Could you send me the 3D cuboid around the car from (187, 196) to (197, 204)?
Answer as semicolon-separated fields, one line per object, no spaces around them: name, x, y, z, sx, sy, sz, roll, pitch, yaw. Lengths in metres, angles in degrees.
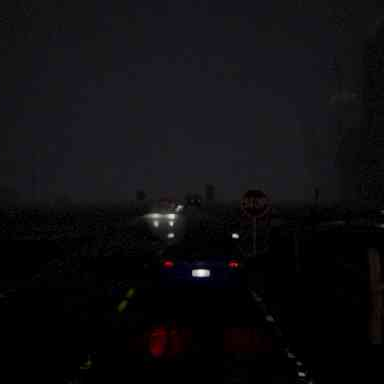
car;0.028;1.603;68.036;2.033;1.411;5.357;0;0;0

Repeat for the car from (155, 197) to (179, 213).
car;-2.843;1.368;36.555;2.097;1.767;4.553;0;0;0

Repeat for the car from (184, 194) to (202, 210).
car;0.079;1.245;43.937;2.150;2.045;5.566;0;0;0

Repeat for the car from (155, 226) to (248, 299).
car;0.279;1.565;8.552;1.994;1.385;4.181;0;0;3

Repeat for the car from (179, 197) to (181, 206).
car;-2.835;1.574;46.823;2.033;1.411;5.357;0;0;0

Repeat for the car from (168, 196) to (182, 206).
car;-2.814;1.531;57.241;2.128;1.511;4.902;0;0;0

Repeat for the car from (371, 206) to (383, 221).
car;14.782;1.228;22.446;5.008;1.535;1.882;-1;1;0
